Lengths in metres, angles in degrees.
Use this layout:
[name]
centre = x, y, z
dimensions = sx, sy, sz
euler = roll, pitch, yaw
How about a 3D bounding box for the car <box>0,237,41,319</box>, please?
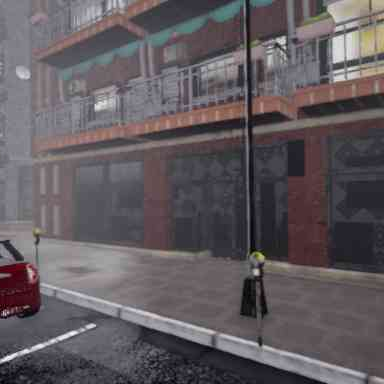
[car]
centre = -4.697, 1.464, 6.243
dimensions = 4.097, 1.590, 1.967
euler = 0, -1, 36
